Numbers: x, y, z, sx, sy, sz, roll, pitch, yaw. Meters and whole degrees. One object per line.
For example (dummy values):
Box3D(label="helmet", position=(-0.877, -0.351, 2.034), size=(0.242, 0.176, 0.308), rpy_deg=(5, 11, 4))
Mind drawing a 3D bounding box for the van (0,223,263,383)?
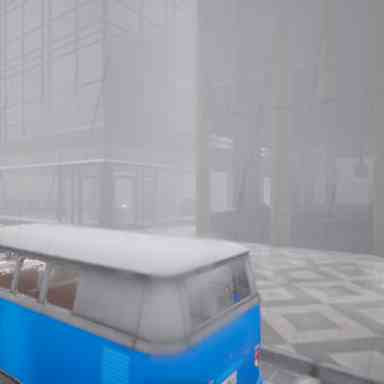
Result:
Box3D(label="van", position=(-1.206, 1.331, 3.819), size=(3.998, 1.788, 1.690), rpy_deg=(0, 0, 35))
